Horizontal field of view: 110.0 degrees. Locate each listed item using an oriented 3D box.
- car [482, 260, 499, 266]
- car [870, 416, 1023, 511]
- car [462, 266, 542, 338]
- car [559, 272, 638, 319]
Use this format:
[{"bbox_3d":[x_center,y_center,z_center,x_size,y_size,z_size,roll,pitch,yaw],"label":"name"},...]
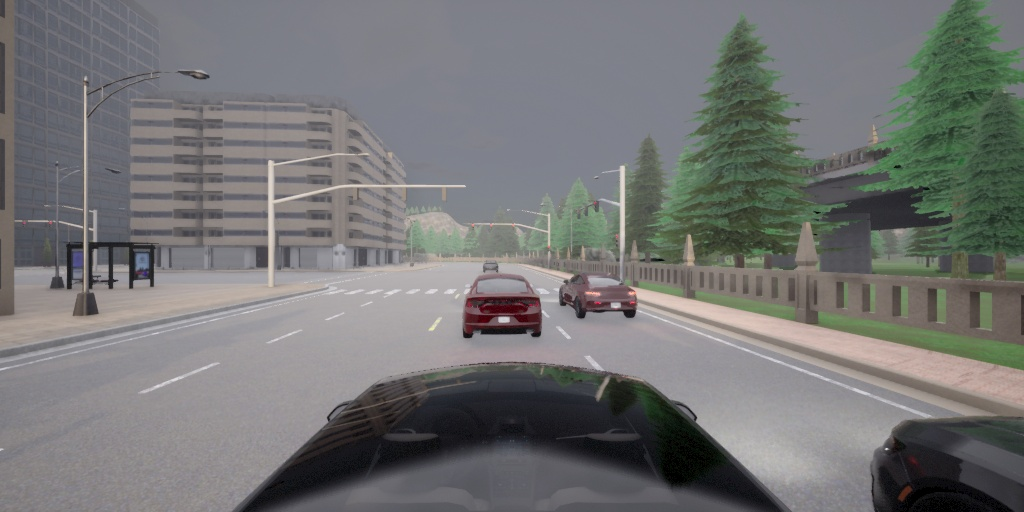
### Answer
[{"bbox_3d":[-2.653,1.241,44.629,2.128,1.511,4.902,0,0,-4],"label":"car"},{"bbox_3d":[3.274,1.253,0.350,1.837,1.490,4.892,0,0,2],"label":"car"},{"bbox_3d":[-0.347,1.228,10.228,1.882,1.535,5.008,0,0,-4],"label":"car"},{"bbox_3d":[2.914,1.276,12.805,1.812,1.442,4.674,0,0,-3],"label":"car"}]
